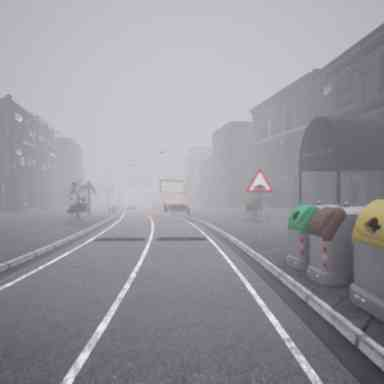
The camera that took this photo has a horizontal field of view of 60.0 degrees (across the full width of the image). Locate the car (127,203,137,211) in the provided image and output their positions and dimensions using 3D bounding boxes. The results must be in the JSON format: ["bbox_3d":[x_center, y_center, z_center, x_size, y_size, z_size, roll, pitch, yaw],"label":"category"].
[{"bbox_3d":[-12.764,3.165,70.706,1.837,1.490,4.892,0,-1,-11],"label":"car"}]

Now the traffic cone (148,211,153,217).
[{"bbox_3d":[-4.467,2.514,36.728,0.340,0.580,0.340,0,-2,-10],"label":"traffic cone"}]

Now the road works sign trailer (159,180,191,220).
[{"bbox_3d":[-1.734,0.546,30.397,2.380,3.560,2.880,2,-29,-19],"label":"road works sign trailer"}]
